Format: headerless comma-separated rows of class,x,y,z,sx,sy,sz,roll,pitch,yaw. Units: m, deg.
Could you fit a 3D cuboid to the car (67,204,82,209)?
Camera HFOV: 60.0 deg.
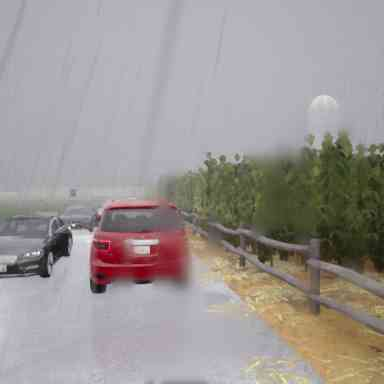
car,-6.678,1.504,19.922,1.837,1.490,4.892,0,0,-10

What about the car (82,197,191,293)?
car,-1.450,1.221,9.107,2.150,2.045,5.566,0,0,-10

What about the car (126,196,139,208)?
car,-8.938,1.476,49.839,1.882,1.535,5.008,0,0,-10

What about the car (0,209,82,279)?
car,-4.868,1.491,10.037,2.128,1.511,4.902,0,0,-10
